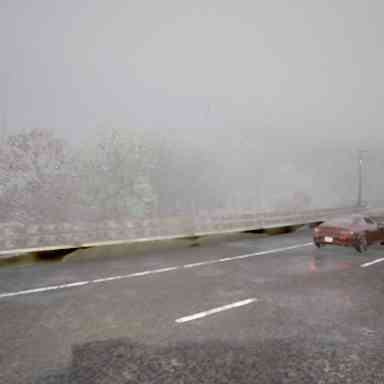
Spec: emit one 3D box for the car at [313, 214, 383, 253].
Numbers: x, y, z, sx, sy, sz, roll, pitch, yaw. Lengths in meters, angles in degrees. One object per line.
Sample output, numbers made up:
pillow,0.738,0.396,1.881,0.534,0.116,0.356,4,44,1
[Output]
car,6.935,1.668,14.382,4.674,1.442,1.812,0,0,-43
